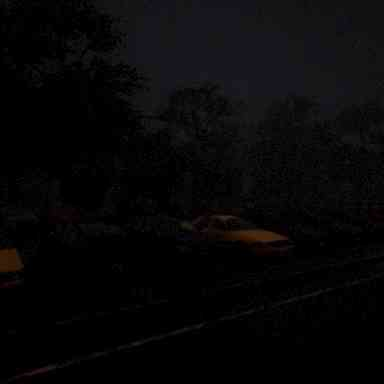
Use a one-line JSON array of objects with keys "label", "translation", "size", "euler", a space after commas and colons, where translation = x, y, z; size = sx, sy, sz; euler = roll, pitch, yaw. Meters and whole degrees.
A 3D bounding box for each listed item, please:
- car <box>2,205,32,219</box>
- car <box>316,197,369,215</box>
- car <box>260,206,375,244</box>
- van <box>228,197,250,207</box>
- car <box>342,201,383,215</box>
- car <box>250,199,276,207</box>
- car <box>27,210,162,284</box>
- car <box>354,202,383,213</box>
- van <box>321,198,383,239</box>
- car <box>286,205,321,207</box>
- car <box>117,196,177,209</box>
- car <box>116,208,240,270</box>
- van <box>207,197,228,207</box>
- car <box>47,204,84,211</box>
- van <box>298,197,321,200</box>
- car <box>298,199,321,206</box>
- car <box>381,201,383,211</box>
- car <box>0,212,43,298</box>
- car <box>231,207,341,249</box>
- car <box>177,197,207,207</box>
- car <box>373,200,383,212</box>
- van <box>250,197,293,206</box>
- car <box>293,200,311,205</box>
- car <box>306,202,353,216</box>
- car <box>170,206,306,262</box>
[{"label": "car", "translation": [-10.786, 1.571, 20.575], "size": [2.002, 1.452, 4.674], "euler": [1, 0, -35]}, {"label": "car", "translation": [18.632, 1.713, 41.551], "size": [2.435, 2.045, 5.566], "euler": [1, -1, -35]}, {"label": "car", "translation": [5.878, 1.667, 16.344], "size": [2.163, 1.488, 4.792], "euler": [1, 0, -35]}, {"label": "van", "translation": [2.792, 1.467, 30.382], "size": [1.878, 1.987, 4.442], "euler": [1, 0, -35]}, {"label": "car", "translation": [23.264, 2.063, 44.586], "size": [1.946, 1.575, 5.366], "euler": [1, -1, -35]}, {"label": "car", "translation": [5.111, 1.719, 31.896], "size": [2.097, 1.535, 5.008], "euler": [1, 0, -35]}, {"label": "car", "translation": [-3.181, 1.532, 9.923], "size": [2.231, 1.521, 4.892], "euler": [1, 0, -35]}, {"label": "car", "translation": [25.414, 2.157, 46.341], "size": [2.002, 1.452, 4.674], "euler": [1, -1, -35]}, {"label": "van", "translation": [10.318, 1.465, 19.684], "size": [1.878, 1.987, 4.442], "euler": [1, 0, -35]}, {"label": "car", "translation": [7.209, 1.805, 22.778], "size": [4.718, 1.301, 1.895], "euler": [1, 0, -35]}, {"label": "car", "translation": [-3.894, 1.361, 25.445], "size": [2.435, 2.045, 5.566], "euler": [1, 0, -35]}, {"label": "car", "translation": [-0.927, 1.559, 11.543], "size": [2.231, 1.521, 4.892], "euler": [1, 0, -35]}, {"label": "van", "translation": [0.670, 1.440, 28.585], "size": [1.878, 1.987, 4.442], "euler": [1, 0, -35]}, {"label": "car", "translation": [-8.423, 1.559, 22.248], "size": [2.097, 1.535, 5.008], "euler": [1, 0, -35]}, {"label": "van", "translation": [13.967, 1.637, 38.338], "size": [1.878, 1.987, 4.442], "euler": [1, -1, -35]}, {"label": "car", "translation": [11.758, 1.848, 36.657], "size": [2.163, 1.488, 4.792], "euler": [1, -1, -35]}, {"label": "car", "translation": [32.084, 2.267, 51.087], "size": [2.097, 1.535, 5.008], "euler": [1, -1, -35]}, {"label": "car", "translation": [-5.339, 1.501, 8.167], "size": [1.946, 1.575, 5.366], "euler": [1, 0, -35]}, {"label": "car", "translation": [3.616, 1.641, 14.734], "size": [2.163, 1.488, 4.792], "euler": [1, 0, -35]}, {"label": "car", "translation": [-1.637, 1.388, 27.051], "size": [2.435, 2.045, 5.566], "euler": [1, 0, -35]}, {"label": "car", "translation": [29.808, 2.091, 49.511], "size": [2.185, 1.767, 4.553], "euler": [1, -1, -35]}, {"label": "van", "translation": [7.448, 1.523, 33.421], "size": [1.878, 1.987, 4.442], "euler": [1, 0, -36]}, {"label": "car", "translation": [9.607, 1.811, 35.127], "size": [2.163, 1.488, 4.792], "euler": [1, 0, -35]}, {"label": "car", "translation": [16.405, 1.943, 39.896], "size": [2.163, 1.488, 4.792], "euler": [1, -1, -35]}, {"label": "car", "translation": [1.446, 1.581, 12.997], "size": [1.946, 1.575, 5.366], "euler": [1, 0, -35]}]
